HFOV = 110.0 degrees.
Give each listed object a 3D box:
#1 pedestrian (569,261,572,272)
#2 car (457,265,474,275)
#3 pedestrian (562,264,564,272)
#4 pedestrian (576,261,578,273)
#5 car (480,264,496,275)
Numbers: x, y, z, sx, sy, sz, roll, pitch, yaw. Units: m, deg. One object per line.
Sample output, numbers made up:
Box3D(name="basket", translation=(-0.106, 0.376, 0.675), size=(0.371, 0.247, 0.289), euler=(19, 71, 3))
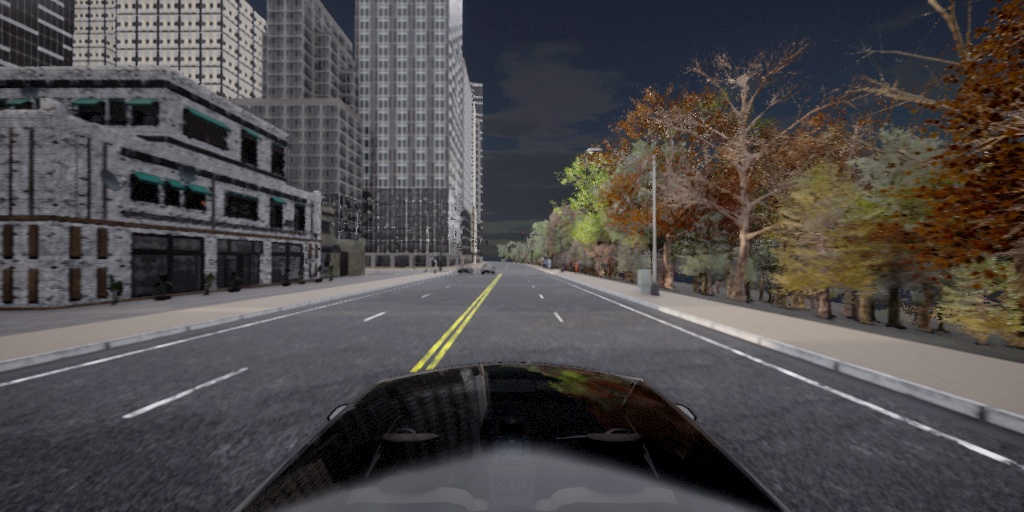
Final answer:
Box3D(name="pedestrian", translation=(9.017, 1.556, 54.973), size=(0.375, 1.860, 0.375), euler=(0, 0, 0))
Box3D(name="car", translation=(-6.536, 1.962, 50.426), size=(1.895, 1.301, 4.718), euler=(0, -1, 0))
Box3D(name="pedestrian", translation=(8.017, 1.850, 56.171), size=(0.375, 1.300, 0.375), euler=(0, 0, 0))
Box3D(name="pedestrian", translation=(10.017, 1.718, 55.572), size=(0.375, 1.860, 0.375), euler=(0, 0, 0))
Box3D(name="car", translation=(-3.292, 1.859, 49.687), size=(1.837, 1.490, 4.892), euler=(0, -1, 0))
